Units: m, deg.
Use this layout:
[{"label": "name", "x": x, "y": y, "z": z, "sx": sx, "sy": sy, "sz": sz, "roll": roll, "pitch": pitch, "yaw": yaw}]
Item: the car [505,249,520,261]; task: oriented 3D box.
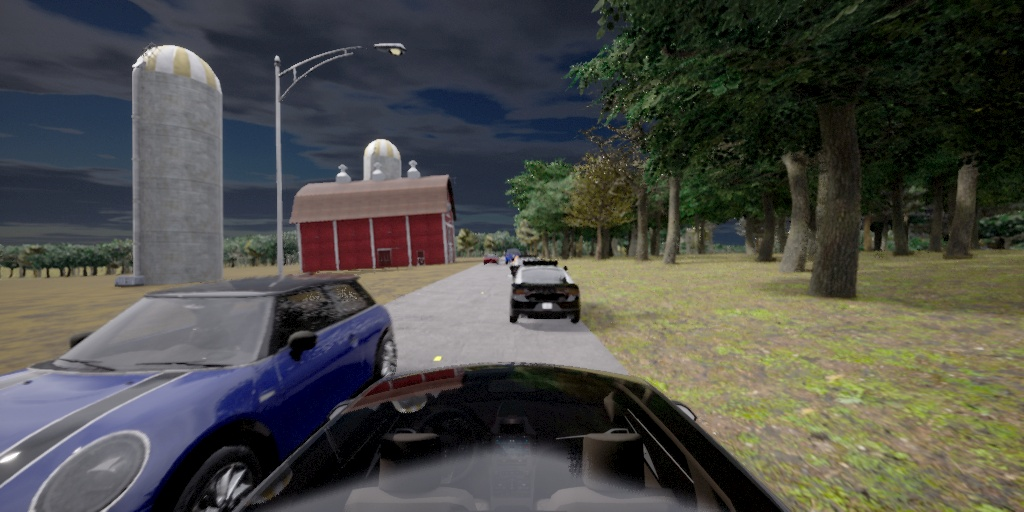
[{"label": "car", "x": 0.227, "y": 0.064, "z": 48.905, "sx": 2.150, "sy": 2.045, "sz": 5.566, "roll": 0, "pitch": 1, "yaw": 1}]

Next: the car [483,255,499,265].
[{"label": "car", "x": -2.639, "y": 0.493, "z": 45.812, "sx": 1.895, "sy": 1.301, "sz": 4.718, "roll": 0, "pitch": 1, "yaw": 1}]

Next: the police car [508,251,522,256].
[{"label": "police car", "x": 0.909, "y": 0.737, "z": 21.259, "sx": 1.930, "sy": 1.638, "sz": 5.238, "roll": 0, "pitch": 1, "yaw": 0}]

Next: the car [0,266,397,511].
[{"label": "car", "x": -2.840, "y": 1.053, "z": 3.648, "sx": 2.097, "sy": 1.767, "sz": 4.553, "roll": 0, "pitch": 1, "yaw": 0}]

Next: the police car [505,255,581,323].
[{"label": "police car", "x": 0.866, "y": 0.946, "z": 11.258, "sx": 1.930, "sy": 1.638, "sz": 5.238, "roll": 0, "pitch": 1, "yaw": 0}]
